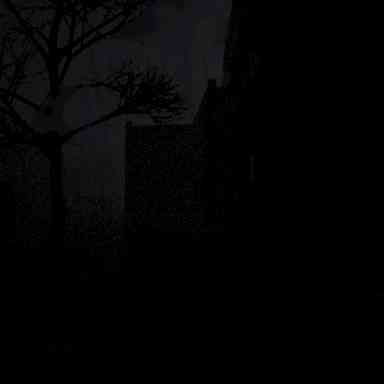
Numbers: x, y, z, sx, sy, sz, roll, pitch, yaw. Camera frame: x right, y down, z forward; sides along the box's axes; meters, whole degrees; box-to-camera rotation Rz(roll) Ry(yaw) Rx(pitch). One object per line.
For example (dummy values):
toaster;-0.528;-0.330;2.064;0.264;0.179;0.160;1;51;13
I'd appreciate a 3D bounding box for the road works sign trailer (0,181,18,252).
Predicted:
road works sign trailer;-7.743;0.942;10.855;3.560;2.380;2.880;-4;2;-9

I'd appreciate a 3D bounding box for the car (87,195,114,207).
car;-15.456;1.518;56.521;2.150;2.045;5.566;1;0;19
